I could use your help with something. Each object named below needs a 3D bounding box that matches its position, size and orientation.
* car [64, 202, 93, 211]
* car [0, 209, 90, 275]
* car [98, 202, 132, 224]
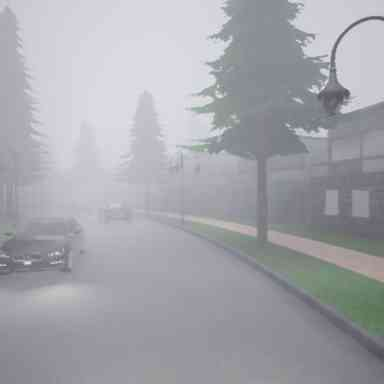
[{"bbox_3d":[-12.805,1.715,37.174,1.895,1.301,4.718,0,0,-36],"label":"car"},{"bbox_3d":[-4.612,1.544,10.767,1.837,1.490,4.892,0,0,-11],"label":"car"},{"bbox_3d":[-6.019,1.538,25.667,1.882,1.535,5.008,0,0,-24],"label":"car"}]
